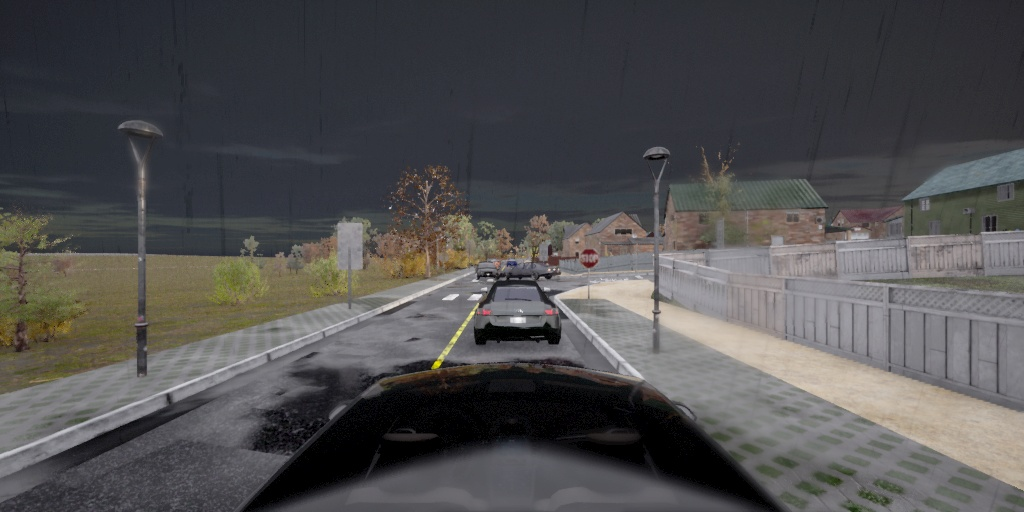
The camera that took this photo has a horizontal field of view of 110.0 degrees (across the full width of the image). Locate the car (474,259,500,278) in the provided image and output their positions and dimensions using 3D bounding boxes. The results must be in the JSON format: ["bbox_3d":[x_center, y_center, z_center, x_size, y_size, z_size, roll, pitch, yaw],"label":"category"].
[{"bbox_3d":[-2.258,1.257,31.442,1.837,1.490,4.892,0,0,-8],"label":"car"}]

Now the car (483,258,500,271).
[{"bbox_3d":[-2.860,1.120,51.260,2.097,1.767,4.553,0,0,1],"label":"car"}]

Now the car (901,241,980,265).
[{"bbox_3d":[23.883,-0.209,20.492,4.902,1.511,2.128,-3,0,14],"label":"car"}]

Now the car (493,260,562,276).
[{"bbox_3d":[1.330,1.197,28.532,5.357,1.411,2.033,-4,-3,43],"label":"car"}]

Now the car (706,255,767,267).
[{"bbox_3d":[14.382,0.413,22.911,4.181,1.385,1.994,-3,0,16],"label":"car"}]

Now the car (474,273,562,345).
[{"bbox_3d":[0.100,1.313,9.517,1.994,1.385,4.181,0,0,-1],"label":"car"}]
